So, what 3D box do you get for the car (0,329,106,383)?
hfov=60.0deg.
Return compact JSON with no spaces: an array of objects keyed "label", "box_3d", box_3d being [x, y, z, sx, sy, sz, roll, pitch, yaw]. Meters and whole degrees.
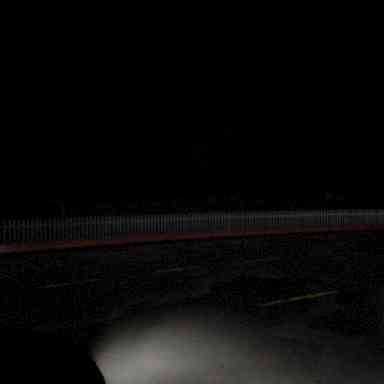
[{"label":"car","box_3d":[-2.840,1.511,1.605,4.892,1.490,1.837,0,-1,-36]}]
